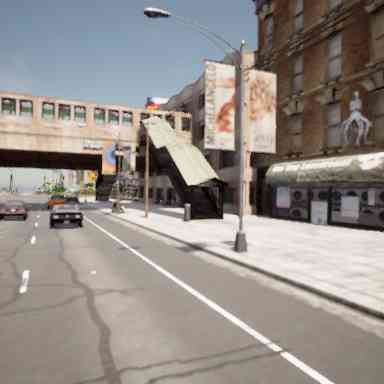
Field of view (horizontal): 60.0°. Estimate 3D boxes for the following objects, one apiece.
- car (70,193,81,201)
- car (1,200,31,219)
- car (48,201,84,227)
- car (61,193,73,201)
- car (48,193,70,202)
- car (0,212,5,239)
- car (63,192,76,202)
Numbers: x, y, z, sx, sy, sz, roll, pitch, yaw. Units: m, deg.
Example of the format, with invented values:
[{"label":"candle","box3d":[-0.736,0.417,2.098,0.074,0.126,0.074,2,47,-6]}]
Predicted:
[{"label":"car","box3d":[-20.112,1.184,56.370,2.231,1.521,4.892,1,0,-14]},{"label":"car","box3d":[-13.969,1.352,26.369,2.033,1.411,5.357,1,0,-24]},{"label":"car","box3d":[-8.238,1.480,21.747,1.895,1.301,4.718,1,0,-22]},{"label":"car","box3d":[-27.171,1.082,72.055,2.097,1.535,5.008,1,0,-24]},{"label":"car","box3d":[-16.583,1.111,40.951,2.097,1.767,4.553,1,0,-23]},{"label":"car","box3d":[-5.537,1.430,7.386,1.837,1.490,4.892,1,0,-24]},{"label":"car","box3d":[-24.441,0.995,66.237,2.185,1.767,4.553,1,0,-24]}]
